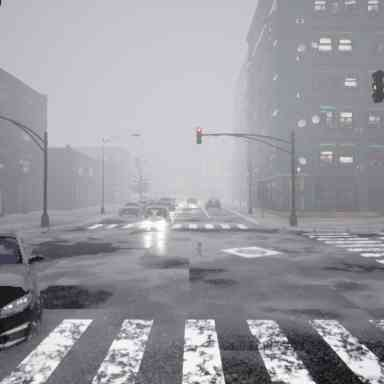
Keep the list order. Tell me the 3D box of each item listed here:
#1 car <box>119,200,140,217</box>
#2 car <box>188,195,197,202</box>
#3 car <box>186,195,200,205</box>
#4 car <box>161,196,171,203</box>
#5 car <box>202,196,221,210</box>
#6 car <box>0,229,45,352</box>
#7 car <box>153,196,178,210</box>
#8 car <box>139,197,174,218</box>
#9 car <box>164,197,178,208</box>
[{"bbox_3d":[-5.742,1.553,31.798,1.887,1.381,4.507,1,0,0],"label":"car"},{"bbox_3d":[0.023,1.377,69.892,1.812,1.442,4.674,0,0,0],"label":"car"},{"bbox_3d":[0.020,1.494,59.466,1.882,1.535,5.008,0,0,0],"label":"car"},{"bbox_3d":[-5.653,1.603,71.600,1.802,1.307,4.206,1,0,0],"label":"car"},{"bbox_3d":[2.720,1.452,43.225,1.967,1.590,4.097,1,0,0],"label":"car"},{"bbox_3d":[-3.910,1.493,6.099,2.128,1.511,4.902,1,0,-28],"label":"car"},{"bbox_3d":[-3.082,1.363,40.040,2.097,1.767,4.553,0,0,0],"label":"car"},{"bbox_3d":[-3.087,1.500,29.946,2.128,1.511,4.902,0,0,0],"label":"car"},{"bbox_3d":[-3.073,1.539,49.857,1.812,1.442,4.674,0,0,0],"label":"car"}]
